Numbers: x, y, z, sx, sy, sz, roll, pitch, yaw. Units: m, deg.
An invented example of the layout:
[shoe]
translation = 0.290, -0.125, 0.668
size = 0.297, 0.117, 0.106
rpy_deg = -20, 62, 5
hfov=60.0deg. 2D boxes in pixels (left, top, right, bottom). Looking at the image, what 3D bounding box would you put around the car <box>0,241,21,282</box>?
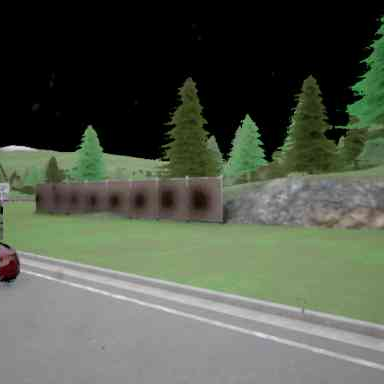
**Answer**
[car]
translation = -6.314, 1.601, 8.659
size = 4.181, 1.385, 1.994
rpy_deg = 0, 0, 36
